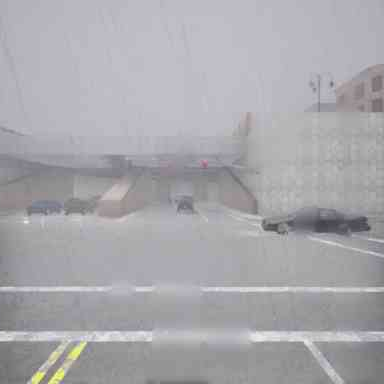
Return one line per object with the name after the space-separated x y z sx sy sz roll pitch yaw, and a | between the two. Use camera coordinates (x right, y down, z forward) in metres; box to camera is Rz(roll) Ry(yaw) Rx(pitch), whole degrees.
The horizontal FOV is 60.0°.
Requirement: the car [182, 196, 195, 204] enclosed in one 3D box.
-0.629 1.525 67.372 1.812 1.442 4.674 0 0 9 | car

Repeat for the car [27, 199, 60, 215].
-14.825 1.478 33.630 1.882 1.535 5.008 0 0 -1 | car

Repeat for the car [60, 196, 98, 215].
-11.327 1.505 33.746 1.837 1.490 4.892 0 0 -1 | car

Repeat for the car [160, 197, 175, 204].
-4.715 1.547 61.427 2.033 1.411 5.357 0 0 2 | car

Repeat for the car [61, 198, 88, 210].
-15.065 1.505 42.976 1.837 1.490 4.892 0 0 -1 | car

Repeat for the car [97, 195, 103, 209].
-11.560 1.352 42.876 2.097 1.767 4.553 0 0 -1 | car

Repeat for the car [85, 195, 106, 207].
-15.286 1.352 53.169 2.097 1.767 4.553 0 0 -1 | car

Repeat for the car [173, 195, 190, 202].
-2.353 1.524 74.694 1.812 1.442 4.674 0 0 24 | car

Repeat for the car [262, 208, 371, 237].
6.487 1.562 17.787 5.357 1.411 2.033 0 0 8 | car

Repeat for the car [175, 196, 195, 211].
-0.854 1.525 41.307 1.812 1.442 4.674 0 0 -1 | car
